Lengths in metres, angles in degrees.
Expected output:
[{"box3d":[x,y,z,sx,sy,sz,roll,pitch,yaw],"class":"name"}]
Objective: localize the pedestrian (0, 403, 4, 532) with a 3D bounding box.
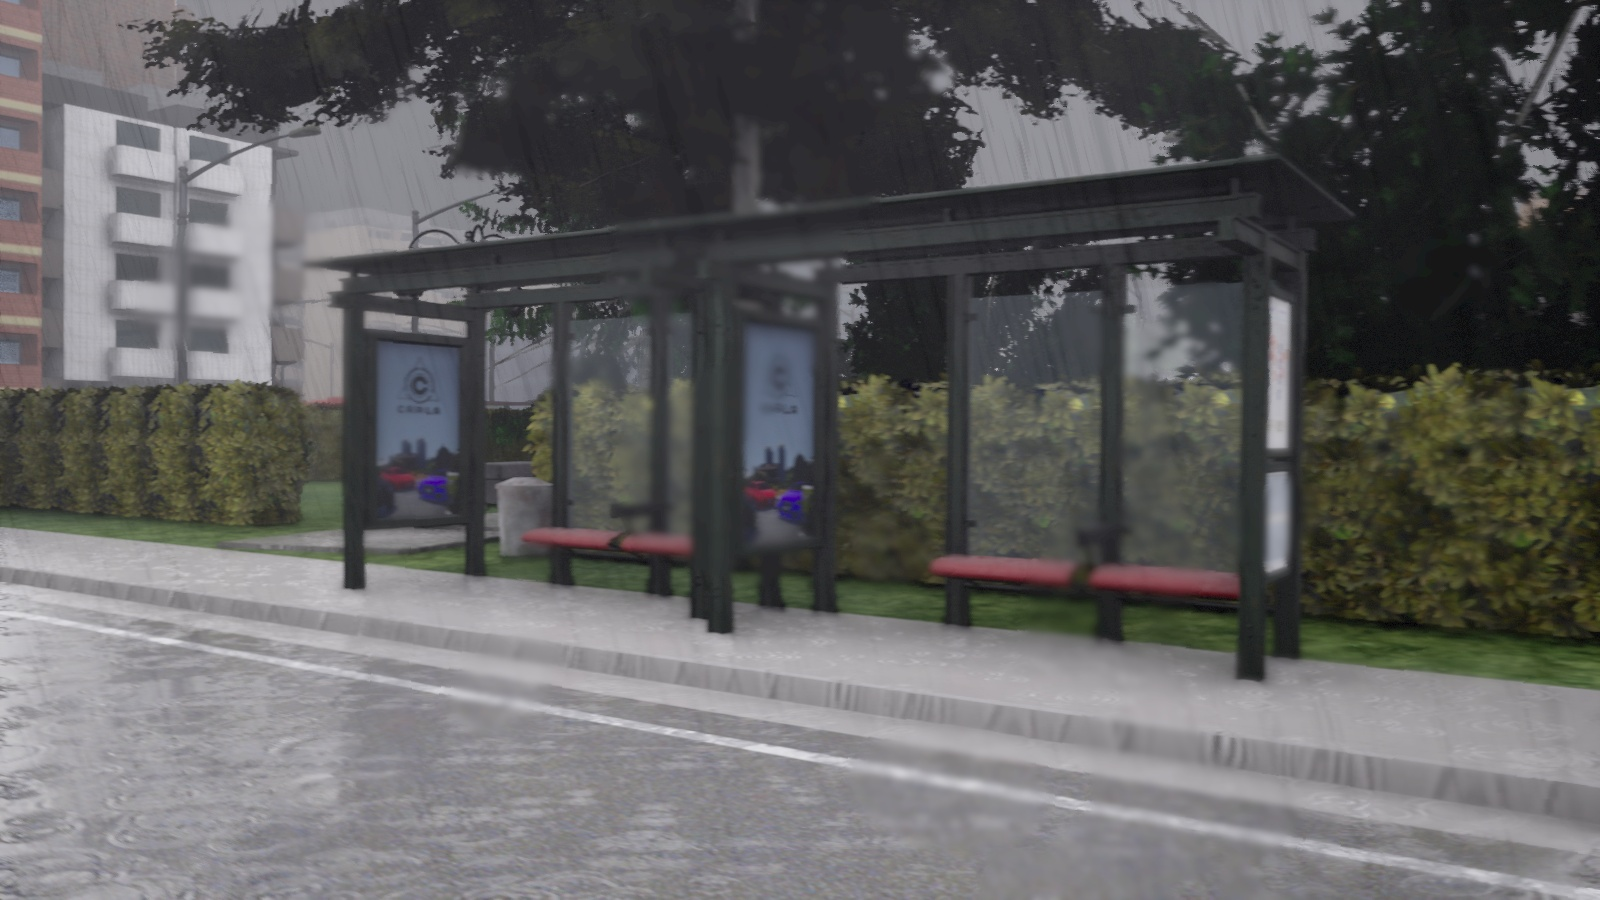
[{"box3d":[-11.808,0.257,18.026,0.614,1.847,0.353,0,1,25],"class":"pedestrian"}]
